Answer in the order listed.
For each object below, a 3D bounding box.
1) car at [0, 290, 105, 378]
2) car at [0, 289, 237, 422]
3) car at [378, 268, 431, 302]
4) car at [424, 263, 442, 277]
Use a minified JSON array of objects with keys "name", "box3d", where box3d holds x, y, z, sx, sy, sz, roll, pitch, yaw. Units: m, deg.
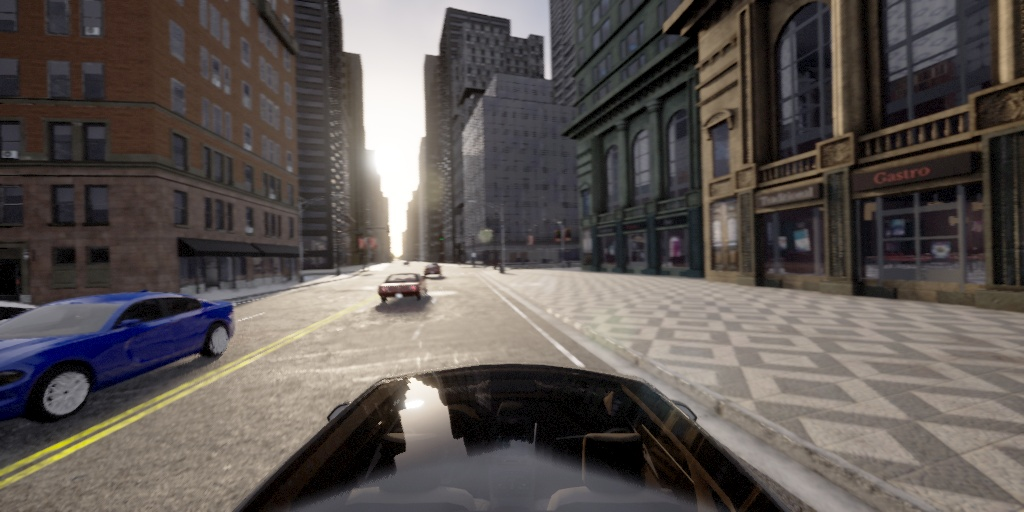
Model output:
[{"name":"car","box3d":[-10.346,1.554,6.179,1.812,1.442,4.674,-2,0,-9]},{"name":"car","box3d":[-7.065,1.418,6.209,1.882,1.535,5.008,-2,0,-9]},{"name":"car","box3d":[-5.434,1.504,18.372,1.895,1.301,4.718,-2,0,-9]},{"name":"car","box3d":[-8.671,1.528,39.325,1.812,1.442,4.674,-1,0,-11]}]
